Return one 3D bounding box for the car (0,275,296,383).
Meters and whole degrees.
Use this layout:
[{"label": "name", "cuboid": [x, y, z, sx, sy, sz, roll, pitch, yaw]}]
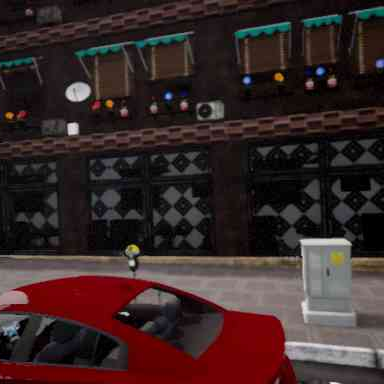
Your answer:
[{"label": "car", "cuboid": [-1.344, 1.551, 3.257, 4.507, 1.381, 1.887, -1, -1, 14]}]
